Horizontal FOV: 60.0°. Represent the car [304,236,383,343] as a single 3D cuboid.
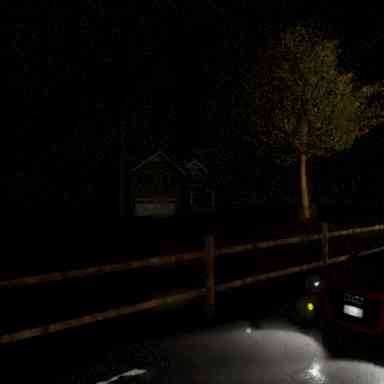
[{"bbox_3d":[3.920,1.516,5.968,4.181,1.385,1.994,-1,0,-36],"label":"car"}]
